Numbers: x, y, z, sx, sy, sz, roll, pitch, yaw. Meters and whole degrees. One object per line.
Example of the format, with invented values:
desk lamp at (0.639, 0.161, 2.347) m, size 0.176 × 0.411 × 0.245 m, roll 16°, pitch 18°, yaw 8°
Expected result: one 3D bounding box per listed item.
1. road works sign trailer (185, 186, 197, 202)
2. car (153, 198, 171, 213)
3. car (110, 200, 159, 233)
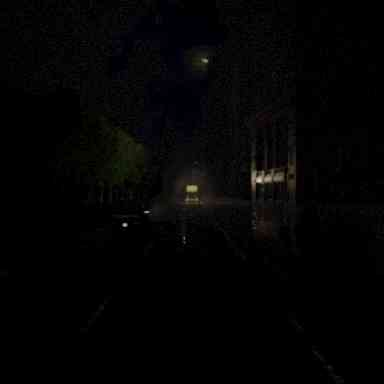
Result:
road works sign trailer at (-0.027, 0.317, 73.299) m, size 2.380 × 3.560 × 2.880 m, roll 0°, pitch 0°, yaw 0°
car at (-3.410, 1.416, 36.091) m, size 2.128 × 1.511 × 4.902 m, roll 0°, pitch 0°, yaw 0°
car at (-3.407, 1.451, 19.330) m, size 2.128 × 1.511 × 4.902 m, roll 0°, pitch 0°, yaw 0°
